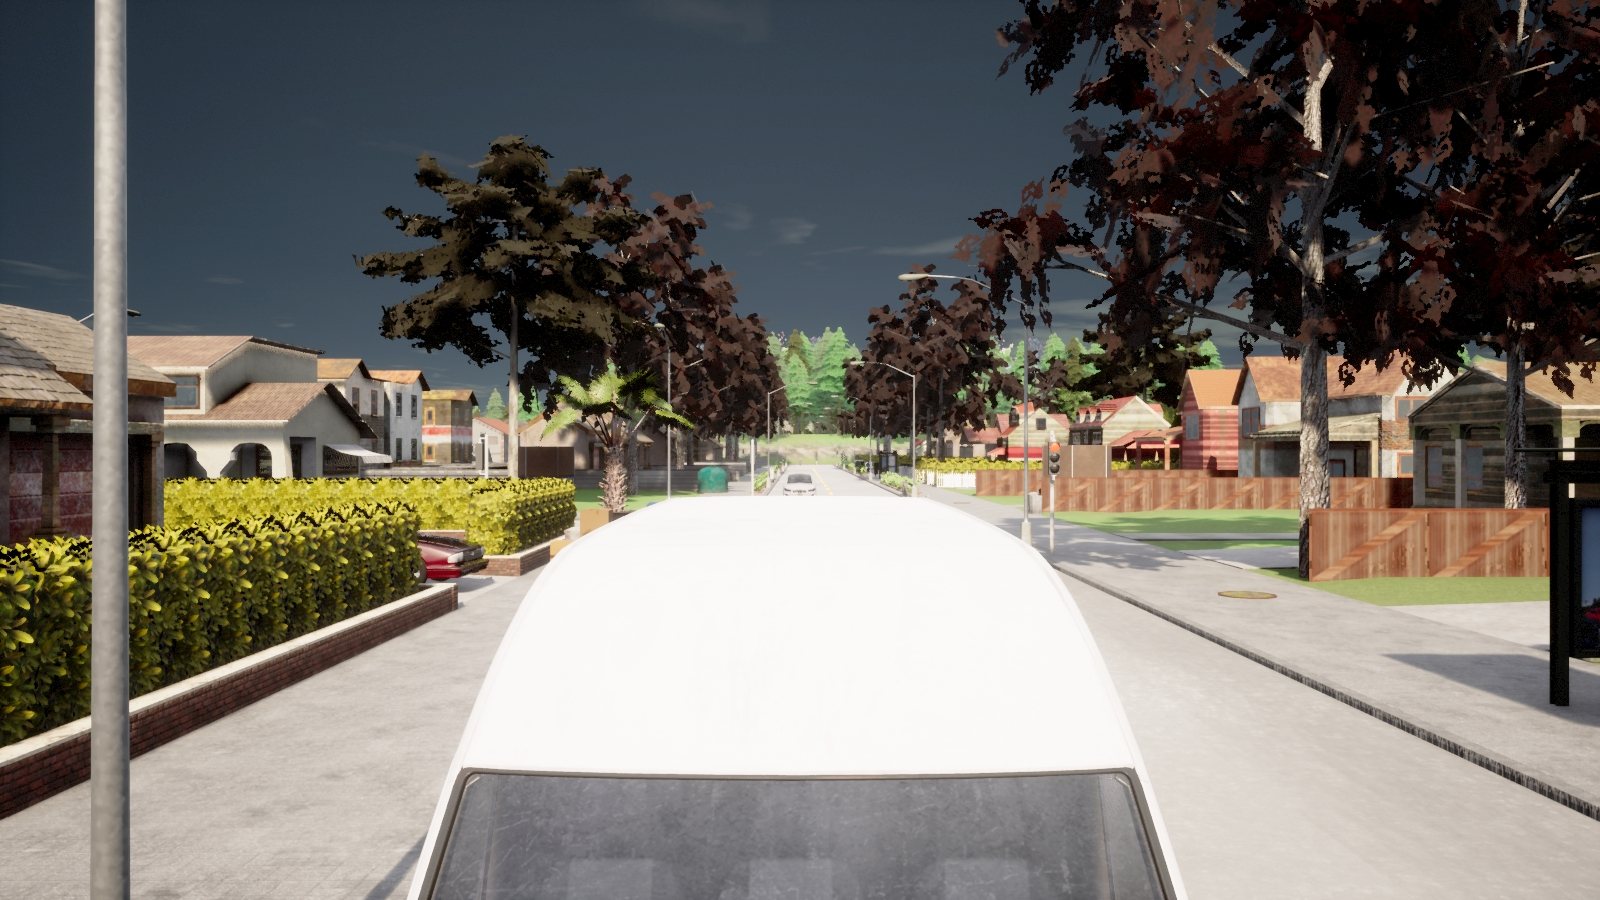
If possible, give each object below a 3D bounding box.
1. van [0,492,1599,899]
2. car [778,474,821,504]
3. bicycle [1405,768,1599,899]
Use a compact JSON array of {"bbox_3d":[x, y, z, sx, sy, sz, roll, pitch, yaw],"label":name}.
[{"bbox_3d":[0.002,1.537,4.030,1.988,2.561,5.915,0,0,0],"label":"van"},{"bbox_3d":[-0.019,2.087,62.153,2.231,1.480,4.892,0,0,0],"label":"car"},{"bbox_3d":[2.687,2.062,3.843,0.329,1.471,1.835,0,0,0],"label":"bicycle"}]
